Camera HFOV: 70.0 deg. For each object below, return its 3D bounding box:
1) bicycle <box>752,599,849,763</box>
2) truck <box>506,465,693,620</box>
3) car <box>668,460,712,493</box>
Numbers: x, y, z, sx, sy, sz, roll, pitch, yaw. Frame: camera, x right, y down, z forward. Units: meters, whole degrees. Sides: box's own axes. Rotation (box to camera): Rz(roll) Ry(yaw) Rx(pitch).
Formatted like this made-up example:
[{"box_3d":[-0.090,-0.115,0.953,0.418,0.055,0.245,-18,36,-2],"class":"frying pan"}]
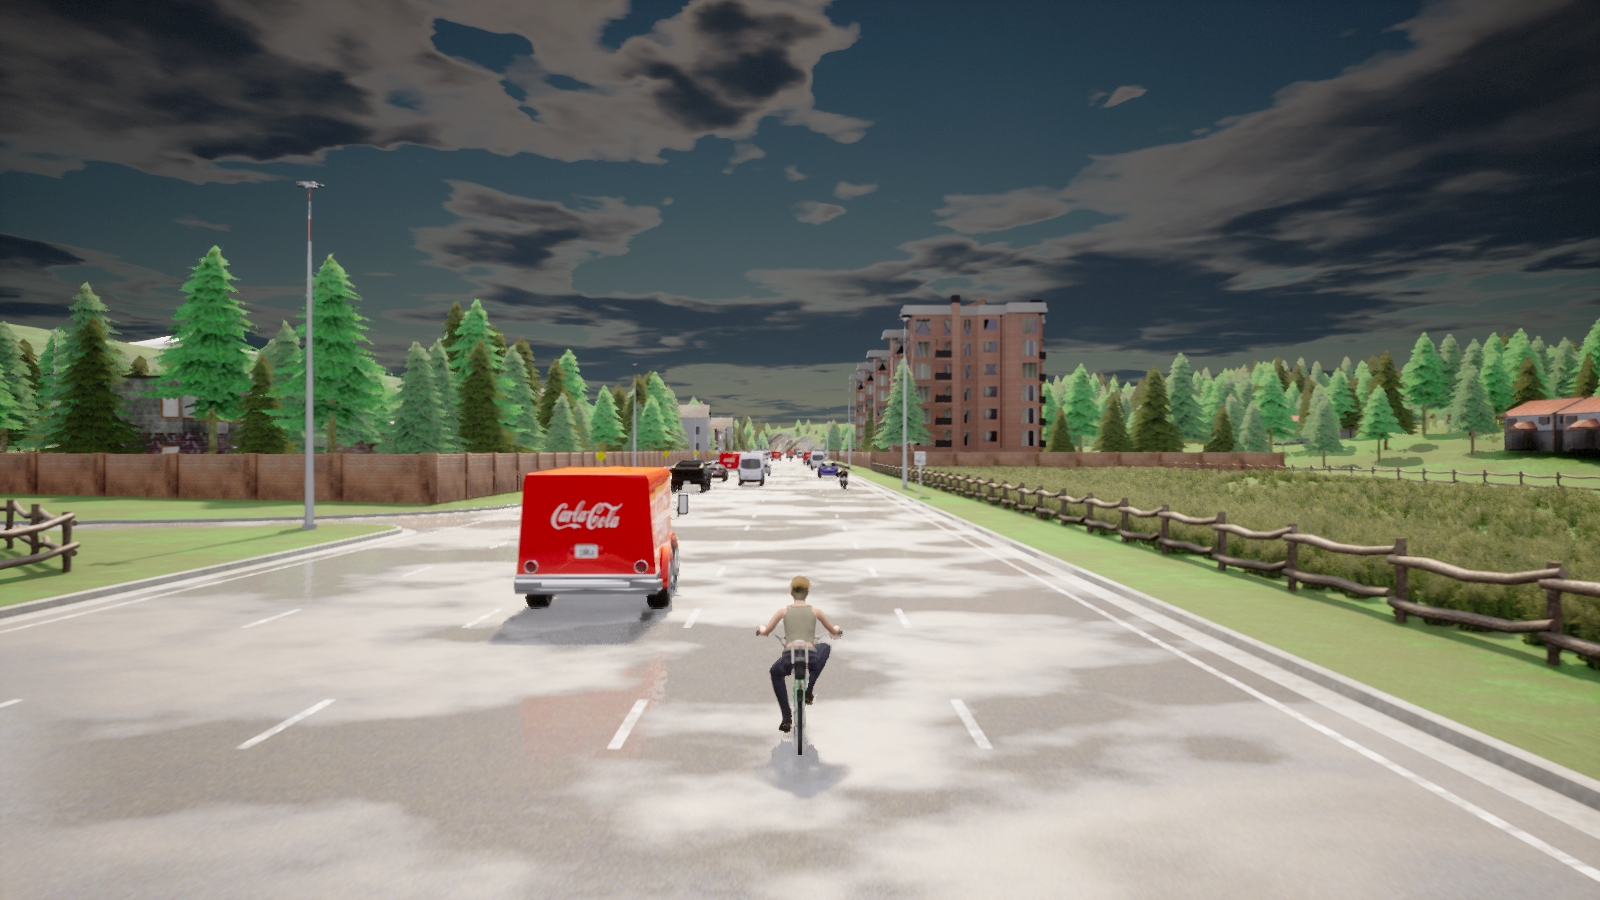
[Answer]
[{"box_3d":[-0.003,2.157,10.935,0.859,1.276,1.487,0,0,0],"class":"bicycle"},{"box_3d":[-3.554,1.568,21.477,2.627,2.467,5.204,0,0,0],"class":"truck"},{"box_3d":[-7.331,1.746,76.857,2.390,2.098,6.274,0,0,0],"class":"car"}]
